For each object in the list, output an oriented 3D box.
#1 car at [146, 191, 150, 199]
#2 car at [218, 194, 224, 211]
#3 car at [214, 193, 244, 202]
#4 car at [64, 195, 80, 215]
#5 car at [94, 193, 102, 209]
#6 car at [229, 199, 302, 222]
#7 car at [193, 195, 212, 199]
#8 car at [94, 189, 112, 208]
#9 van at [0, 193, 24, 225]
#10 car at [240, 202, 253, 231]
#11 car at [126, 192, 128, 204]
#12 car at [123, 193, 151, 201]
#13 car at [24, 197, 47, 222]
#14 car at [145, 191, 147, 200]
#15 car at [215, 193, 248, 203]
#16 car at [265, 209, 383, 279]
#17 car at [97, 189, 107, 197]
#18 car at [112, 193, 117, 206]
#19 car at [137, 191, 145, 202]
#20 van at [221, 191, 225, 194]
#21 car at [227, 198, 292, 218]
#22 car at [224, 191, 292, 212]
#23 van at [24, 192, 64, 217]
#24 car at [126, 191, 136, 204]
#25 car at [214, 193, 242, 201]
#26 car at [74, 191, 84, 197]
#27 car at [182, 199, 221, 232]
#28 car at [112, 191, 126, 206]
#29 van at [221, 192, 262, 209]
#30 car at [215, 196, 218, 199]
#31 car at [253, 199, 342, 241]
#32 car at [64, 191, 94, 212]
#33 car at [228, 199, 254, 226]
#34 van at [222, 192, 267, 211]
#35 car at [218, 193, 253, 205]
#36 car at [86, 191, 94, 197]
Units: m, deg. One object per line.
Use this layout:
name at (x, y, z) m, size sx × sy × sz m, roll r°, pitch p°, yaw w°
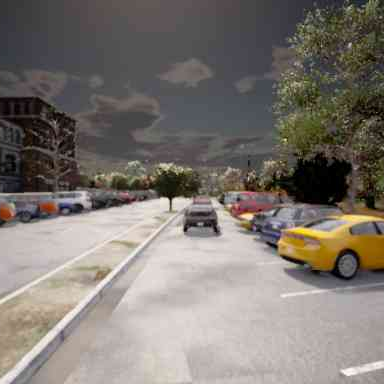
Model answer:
car at (-11.218, 0.755, 64.989) m, size 5.566 × 2.045 × 2.435 m, roll -1°, pitch 1°, yaw -18°
car at (5.445, 1.263, 30.336) m, size 5.366 × 1.575 × 1.946 m, roll 1°, pitch 1°, yaw -18°
car at (6.812, 1.049, 61.385) m, size 4.892 × 1.521 × 2.231 m, roll 1°, pitch 0°, yaw -18°
car at (-12.646, 1.268, 28.924) m, size 5.008 × 1.535 × 2.097 m, roll -1°, pitch 0°, yaw -18°
car at (-12.413, 1.226, 34.930) m, size 5.008 × 1.535 × 2.097 m, roll -1°, pitch 0°, yaw -18°
car at (5.371, 1.340, 24.435) m, size 4.792 × 1.488 × 2.163 m, roll 1°, pitch 1°, yaw -18°
car at (1.144, 1.090, 37.087) m, size 2.097 × 1.767 × 4.553 m, roll 0°, pitch 0°, yaw 2°
car at (-12.322, 0.954, 37.916) m, size 5.566 × 2.045 × 2.435 m, roll -1°, pitch 1°, yaw -18°
van at (-12.874, 1.102, 19.936) m, size 4.442 × 1.987 × 1.878 m, roll -1°, pitch 0°, yaw -18°
car at (5.087, 1.375, 15.537) m, size 4.892 × 1.521 × 2.231 m, roll 1°, pitch 0°, yaw -18°
car at (-11.917, 1.172, 46.954) m, size 4.792 × 1.488 × 2.163 m, roll -1°, pitch 0°, yaw -18°
car at (-11.238, 0.970, 67.969) m, size 5.366 × 1.575 × 1.946 m, roll -1°, pitch 1°, yaw -18°
car at (-12.899, 1.339, 22.897) m, size 4.792 × 1.488 × 2.163 m, roll -1°, pitch 1°, yaw -18°
car at (-11.319, 1.075, 61.992) m, size 4.674 × 1.452 × 2.002 m, roll -1°, pitch 0°, yaw -18°
car at (6.859, 1.071, 58.056) m, size 5.366 × 1.575 × 1.946 m, roll 1°, pitch 0°, yaw -18°
car at (4.933, 1.417, 9.605) m, size 5.008 × 1.535 × 2.097 m, roll 1°, pitch 0°, yaw -19°
car at (-23.105, 0.299, 85.070) m, size 2.435 × 2.045 × 5.566 m, roll 0°, pitch -1°, yaw -17°
car at (-12.150, 1.213, 40.947) m, size 4.792 × 1.488 × 2.163 m, roll -1°, pitch 0°, yaw -18°
car at (-11.452, 1.060, 58.970) m, size 5.008 × 1.535 × 2.097 m, roll -1°, pitch 0°, yaw -18°
van at (5.628, 1.020, 33.328) m, size 4.442 × 1.987 × 1.878 m, roll 1°, pitch 1°, yaw -18°
car at (5.536, 1.319, 27.434) m, size 4.792 × 1.488 × 2.163 m, roll 1°, pitch 0°, yaw -18°
car at (5.317, 1.081, 21.484) m, size 5.566 × 2.045 × 2.435 m, roll 1°, pitch 0°, yaw -18°
van at (-12.652, 1.061, 25.957) m, size 4.442 × 1.987 × 1.878 m, roll -1°, pitch 0°, yaw -18°
car at (-11.803, 0.870, 49.960) m, size 5.566 × 2.045 × 2.435 m, roll -1°, pitch 0°, yaw -18°
car at (6.958, 1.024, 64.776) m, size 4.892 × 1.521 × 2.231 m, roll 1°, pitch 1°, yaw -18°
car at (-29.030, 0.555, 85.395) m, size 2.231 × 1.521 × 4.892 m, roll 0°, pitch -1°, yaw -17°
car at (0.499, 1.368, 19.274) m, size 1.837 × 1.490 × 4.892 m, roll 0°, pitch 0°, yaw 2°
car at (-12.039, 0.912, 43.951) m, size 5.566 × 2.045 × 2.435 m, roll -1°, pitch 0°, yaw -18°
van at (5.851, 0.978, 39.279) m, size 4.442 × 1.987 × 1.878 m, roll 1°, pitch 1°, yaw -18°
car at (6.103, 0.933, 42.302) m, size 5.566 × 2.045 × 2.435 m, roll 1°, pitch 0°, yaw -18°
car at (4.983, 1.270, 12.560) m, size 4.553 × 1.767 × 2.185 m, roll 1°, pitch 0°, yaw -18°
car at (-12.555, 0.996, 31.912) m, size 5.566 × 2.045 × 2.435 m, roll -1°, pitch 1°, yaw -18°
car at (5.011, 1.348, 18.442) m, size 5.366 × 1.575 × 1.946 m, roll 1°, pitch 1°, yaw -18°
van at (5.740, 0.999, 36.304) m, size 4.442 × 1.987 × 1.878 m, roll 1°, pitch 1°, yaw -18°
car at (6.272, 1.016, 48.235) m, size 4.553 × 1.767 × 2.185 m, roll 1°, pitch 0°, yaw -18°
car at (-26.076, 0.592, 85.245) m, size 2.002 × 1.452 × 4.674 m, roll 0°, pitch -1°, yaw -17°
